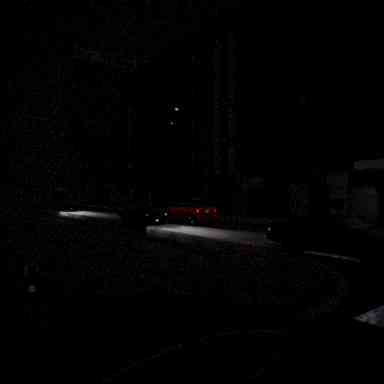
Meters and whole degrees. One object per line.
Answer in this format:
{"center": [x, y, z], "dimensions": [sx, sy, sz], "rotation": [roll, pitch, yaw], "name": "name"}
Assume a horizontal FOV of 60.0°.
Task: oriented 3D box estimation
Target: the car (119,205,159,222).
{"center": [-3.657, 1.648, 24.627], "dimensions": [1.895, 1.301, 4.718], "rotation": [0, 0, -35], "name": "car"}

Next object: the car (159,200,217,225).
{"center": [-0.188, 1.382, 24.822], "dimensions": [2.097, 1.767, 4.553], "rotation": [0, 0, -35], "name": "car"}

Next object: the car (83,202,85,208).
{"center": [-17.196, 1.680, 48.731], "dimensions": [1.994, 1.385, 4.181], "rotation": [0, 0, -35], "name": "car"}

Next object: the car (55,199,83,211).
{"center": [-15.587, 1.707, 41.463], "dimensions": [1.895, 1.301, 4.718], "rotation": [0, 0, -35], "name": "car"}

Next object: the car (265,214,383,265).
{"center": [5.201, 1.553, 12.182], "dimensions": [2.033, 1.411, 5.357], "rotation": [0, 0, -35], "name": "car"}

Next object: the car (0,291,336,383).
{"center": [-0.754, 1.565, 2.274], "dimensions": [4.313, 1.339, 1.947], "rotation": [0, 0, -35], "name": "car"}
